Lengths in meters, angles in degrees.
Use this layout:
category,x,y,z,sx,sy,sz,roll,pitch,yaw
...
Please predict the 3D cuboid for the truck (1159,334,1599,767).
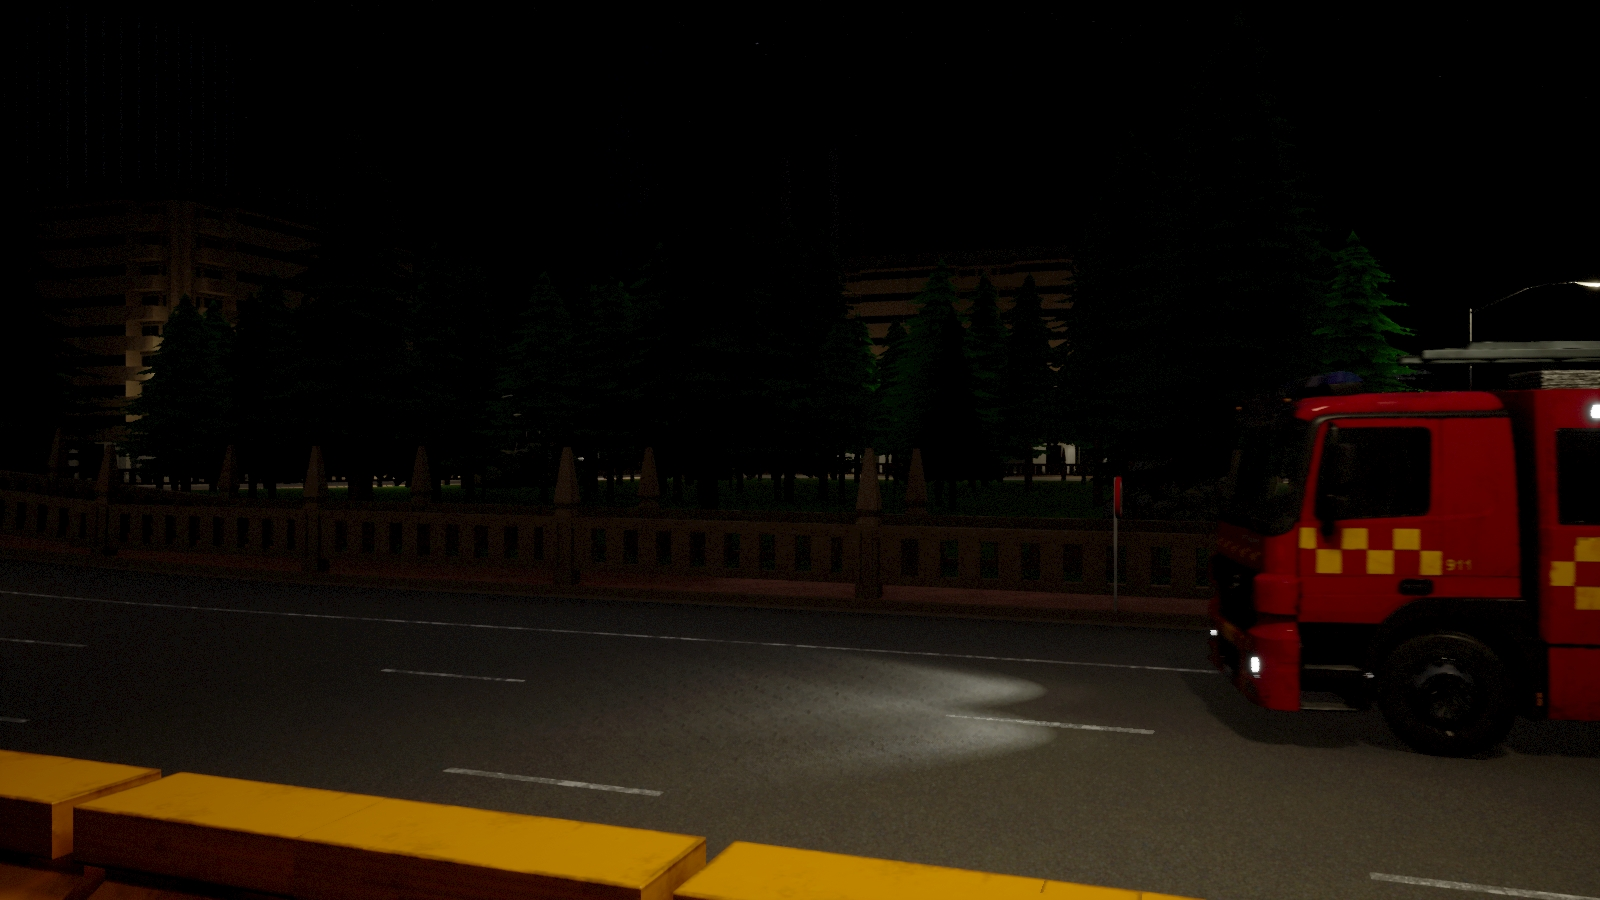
category,x,y,z,sx,sy,sz,roll,pitch,yaw
truck,8.172,0.890,11.377,8.468,3.827,2.891,0,0,10
